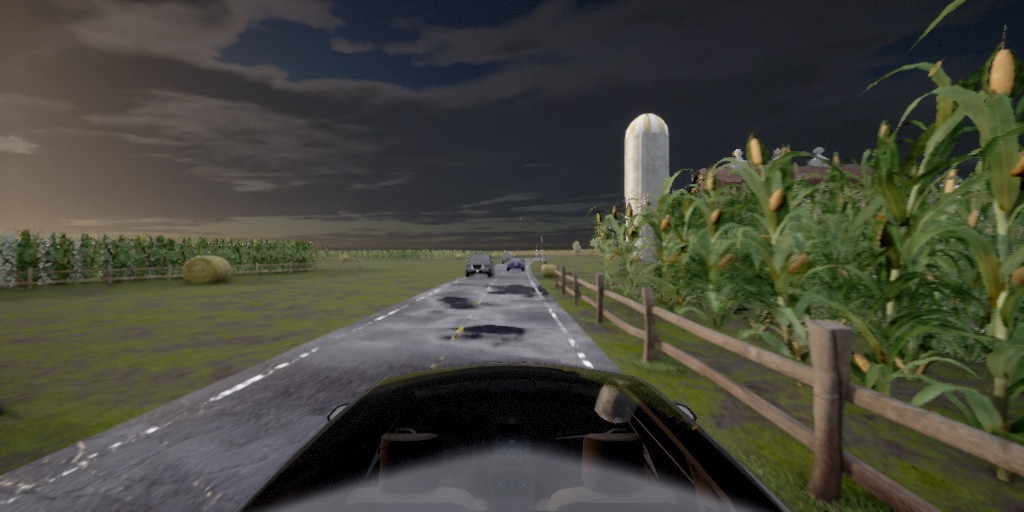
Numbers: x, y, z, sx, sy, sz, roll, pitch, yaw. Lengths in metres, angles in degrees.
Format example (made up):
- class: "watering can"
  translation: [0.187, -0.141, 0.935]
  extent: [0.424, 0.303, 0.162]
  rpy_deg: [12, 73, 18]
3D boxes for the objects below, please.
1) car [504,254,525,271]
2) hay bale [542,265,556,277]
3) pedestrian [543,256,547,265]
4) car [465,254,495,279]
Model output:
- class: "car"
  translation: [0.519, 0.896, 44.031]
  extent: [2.097, 1.767, 4.553]
  rpy_deg: [0, 0, 3]
- class: "hay bale"
  translation: [3.266, 1.262, 31.574]
  extent: [1.220, 1.180, 1.240]
  rpy_deg: [0, 0, 1]
- class: "pedestrian"
  translation: [2.991, 0.884, 32.846]
  extent: [0.375, 1.860, 0.375]
  rpy_deg: [0, 1, -2]
- class: "car"
  translation: [-2.697, 0.832, 31.179]
  extent: [2.150, 2.045, 5.566]
  rpy_deg: [0, 0, 1]
